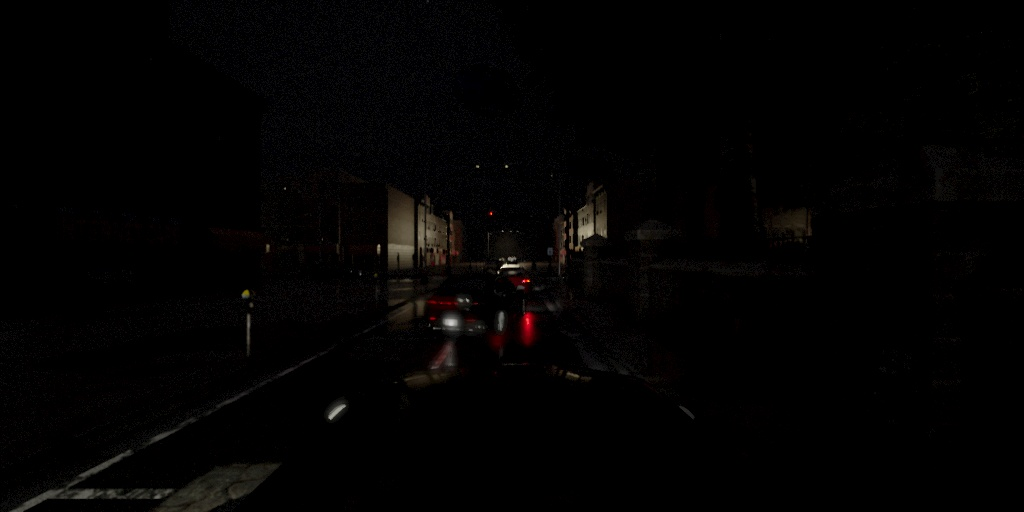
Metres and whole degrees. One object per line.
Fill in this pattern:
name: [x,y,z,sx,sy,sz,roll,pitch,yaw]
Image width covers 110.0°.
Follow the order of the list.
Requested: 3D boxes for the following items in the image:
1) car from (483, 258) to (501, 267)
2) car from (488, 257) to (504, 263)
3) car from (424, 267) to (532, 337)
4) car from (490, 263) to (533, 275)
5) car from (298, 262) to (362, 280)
car: [-2.626,1.248,44.170,1.751,1.417,4.829,0,0,0]
car: [-2.624,1.035,49.792,2.192,1.841,5.009,0,0,0]
car: [-0.827,1.248,10.422,1.837,1.490,4.892,0,0,13]
car: [0.054,1.263,17.990,1.812,1.442,4.674,0,0,1]
car: [-14.987,1.240,29.649,4.902,1.511,2.128,0,0,0]
